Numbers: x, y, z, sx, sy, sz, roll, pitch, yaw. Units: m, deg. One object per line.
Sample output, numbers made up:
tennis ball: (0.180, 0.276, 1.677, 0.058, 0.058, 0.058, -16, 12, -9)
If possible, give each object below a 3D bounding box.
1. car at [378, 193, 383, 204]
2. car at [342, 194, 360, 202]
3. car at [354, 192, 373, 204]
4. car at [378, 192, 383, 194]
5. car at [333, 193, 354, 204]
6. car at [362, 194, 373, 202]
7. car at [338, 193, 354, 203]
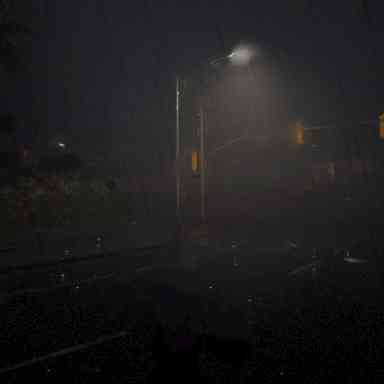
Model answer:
car: (31.837, 1.262, 54.322, 1.812, 1.442, 4.674, -1, 0, 31)
car: (34.045, 1.204, 71.036, 2.231, 1.521, 4.892, -1, 0, 40)
car: (28.790, 0.986, 56.052, 2.150, 2.045, 5.566, -1, 0, 31)
car: (39.487, 1.028, 67.456, 2.097, 1.767, 4.553, -1, 0, 30)
car: (25.503, 1.274, 56.106, 2.097, 1.535, 5.008, -1, 0, 30)
car: (36.592, 1.199, 69.437, 1.837, 1.490, 4.892, -1, 0, 30)
car: (28.606, 1.122, 61.734, 2.185, 1.767, 4.553, -1, 0, 30)
